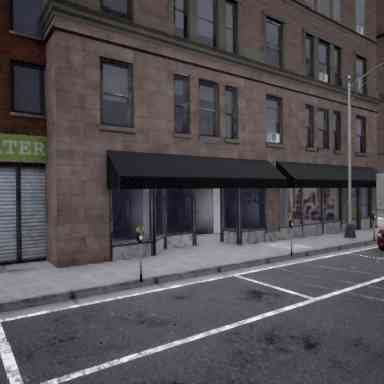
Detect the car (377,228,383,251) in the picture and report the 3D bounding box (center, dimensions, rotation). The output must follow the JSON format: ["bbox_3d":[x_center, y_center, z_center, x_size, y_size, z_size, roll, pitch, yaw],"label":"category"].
[{"bbox_3d":[8.926,1.541,12.923,4.507,1.381,1.887,0,-1,-36],"label":"car"}]
